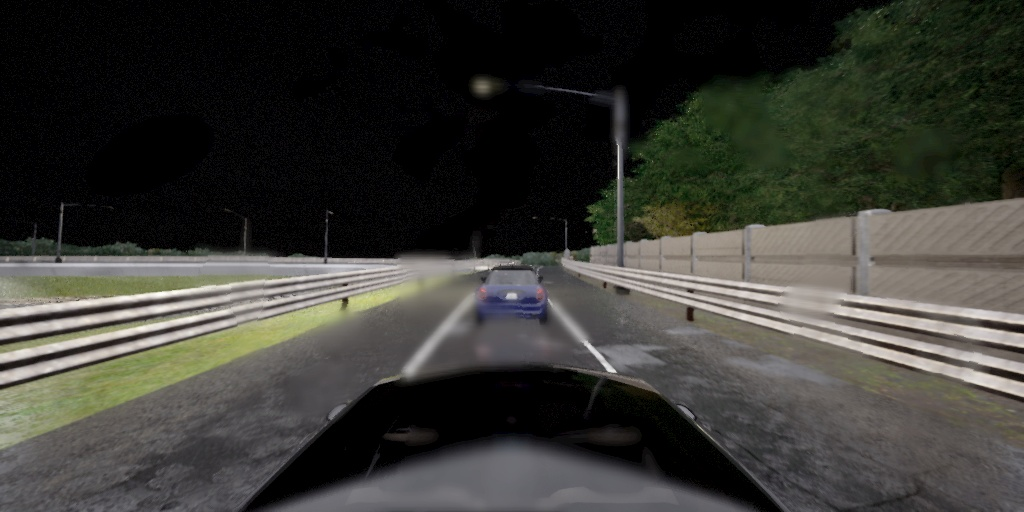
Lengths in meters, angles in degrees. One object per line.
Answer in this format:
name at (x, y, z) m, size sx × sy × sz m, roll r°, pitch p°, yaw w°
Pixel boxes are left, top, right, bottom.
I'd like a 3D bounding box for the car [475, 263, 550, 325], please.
car at (0.010, 1.067, 11.775) m, size 2.097 × 1.767 × 4.553 m, roll 0°, pitch 1°, yaw 0°
